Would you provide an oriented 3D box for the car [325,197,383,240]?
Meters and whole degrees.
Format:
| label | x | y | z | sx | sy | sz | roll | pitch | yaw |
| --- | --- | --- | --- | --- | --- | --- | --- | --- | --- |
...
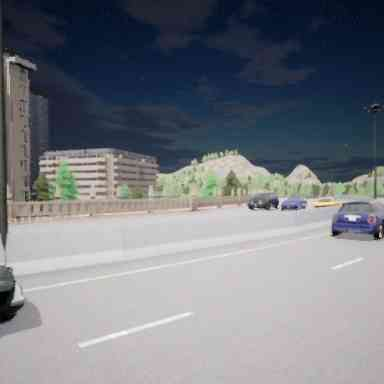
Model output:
| label | x | y | z | sx | sy | sz | roll | pitch | yaw |
| --- | --- | --- | --- | --- | --- | --- | --- | --- | --- |
| car | 8.712 | 1.227 | 16.507 | 2.097 | 1.767 | 4.553 | 0 | 0 | 44 |

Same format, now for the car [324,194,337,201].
| label | x | y | z | sx | sy | sz | roll | pitch | yaw |
| --- | --- | --- | --- | --- | --- | --- | --- | --- | --- |
| car | 29.811 | 1.124 | 71.909 | 2.128 | 1.511 | 4.902 | -1 | 0 | 17 |

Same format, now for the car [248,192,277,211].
| label | x | y | z | sx | sy | sz | roll | pitch | yaw |
| --- | --- | --- | --- | --- | --- | --- | --- | --- | --- |
| car | 8.460 | 1.082 | 38.688 | 2.150 | 2.045 | 5.566 | 0 | 0 | 33 |

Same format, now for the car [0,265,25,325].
| label | x | y | z | sx | sy | sz | roll | pitch | yaw |
| --- | --- | --- | --- | --- | --- | --- | --- | --- | --- |
| car | -4.987 | 1.628 | 4.602 | 4.718 | 1.301 | 1.895 | -1 | 0 | -35 |

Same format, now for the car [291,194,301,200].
| label | x | y | z | sx | sy | sz | roll | pitch | yaw |
| --- | --- | --- | --- | --- | --- | --- | --- | --- | --- |
| car | 23.894 | 1.120 | 76.429 | 1.994 | 1.385 | 4.181 | -1 | 0 | 17 |

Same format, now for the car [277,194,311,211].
| label | x | y | z | sx | sy | sz | roll | pitch | yaw |
| --- | --- | --- | --- | --- | --- | --- | --- | --- | --- |
| car | 11.405 | 1.308 | 36.865 | 1.882 | 1.535 | 5.008 | 0 | 0 | 33 |

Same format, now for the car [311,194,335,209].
| label | x | y | z | sx | sy | sz | roll | pitch | yaw |
| --- | --- | --- | --- | --- | --- | --- | --- | --- | --- |
| car | 13.852 | 1.283 | 34.226 | 1.882 | 1.535 | 5.008 | 0 | 0 | 33 |
